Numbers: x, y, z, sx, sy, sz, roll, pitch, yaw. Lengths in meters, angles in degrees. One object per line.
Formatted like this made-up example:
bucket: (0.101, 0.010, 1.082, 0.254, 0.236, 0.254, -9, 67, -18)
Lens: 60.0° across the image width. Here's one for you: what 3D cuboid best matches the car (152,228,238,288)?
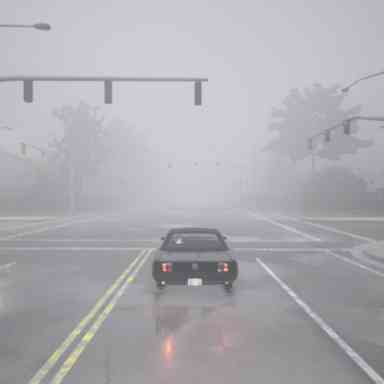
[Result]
car: (0.054, 1.654, 9.355, 1.895, 1.301, 4.718, 0, 0, 0)
